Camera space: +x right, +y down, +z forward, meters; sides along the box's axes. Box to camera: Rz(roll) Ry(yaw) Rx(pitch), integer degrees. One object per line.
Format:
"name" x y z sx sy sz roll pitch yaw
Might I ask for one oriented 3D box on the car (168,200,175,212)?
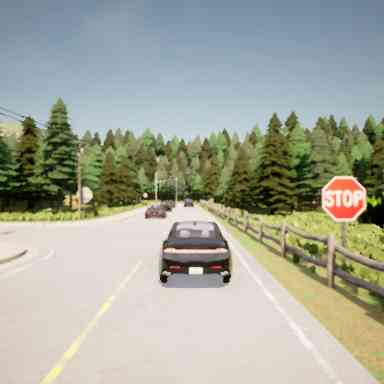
"car" -3.679 2.118 46.123 1.895 1.301 4.718 0 -1 -1

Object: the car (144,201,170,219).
"car" -3.597 1.941 33.670 1.994 1.385 4.181 0 -1 0

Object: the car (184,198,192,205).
"car" -0.890 2.218 75.306 1.837 1.490 4.892 0 -1 -2

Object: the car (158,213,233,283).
"car" 0.091 1.604 9.976 2.128 1.511 4.902 0 -1 0

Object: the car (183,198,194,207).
"car" -0.611 2.261 65.007 1.812 1.442 4.674 0 -1 -2
